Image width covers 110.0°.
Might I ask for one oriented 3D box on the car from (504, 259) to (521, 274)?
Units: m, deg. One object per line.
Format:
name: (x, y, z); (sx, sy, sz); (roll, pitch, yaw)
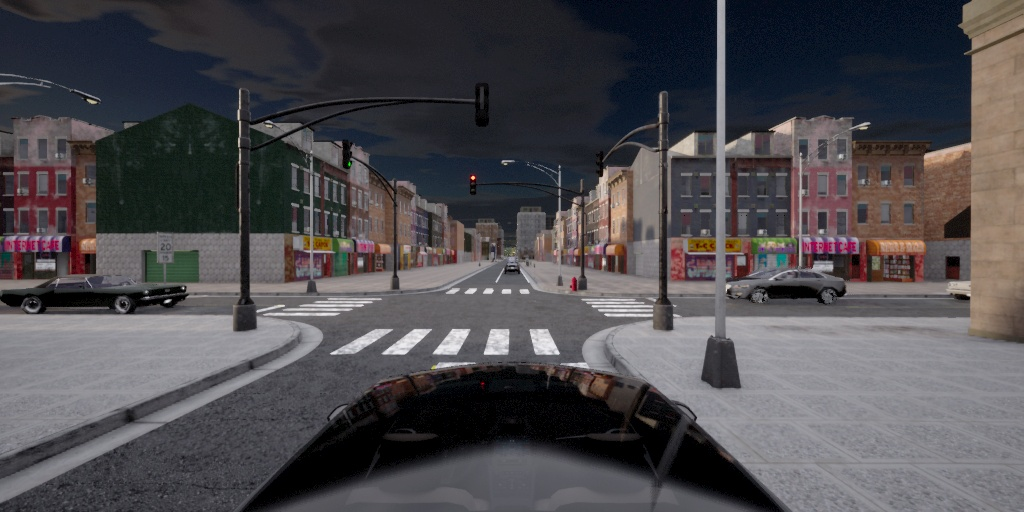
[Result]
car: (0.022, 1.313, 40.639); (1.948, 1.339, 4.313); (0, 0, 0)

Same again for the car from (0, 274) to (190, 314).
car: (-14.635, 1.312, 12.851); (4.718, 1.301, 1.895); (0, 0, -3)

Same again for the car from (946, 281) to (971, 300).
car: (22.449, 1.419, 15.825); (4.718, 1.301, 1.895); (0, 0, 0)

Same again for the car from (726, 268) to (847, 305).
car: (11.808, 1.277, 15.818); (4.902, 1.511, 2.128); (0, 0, 0)
